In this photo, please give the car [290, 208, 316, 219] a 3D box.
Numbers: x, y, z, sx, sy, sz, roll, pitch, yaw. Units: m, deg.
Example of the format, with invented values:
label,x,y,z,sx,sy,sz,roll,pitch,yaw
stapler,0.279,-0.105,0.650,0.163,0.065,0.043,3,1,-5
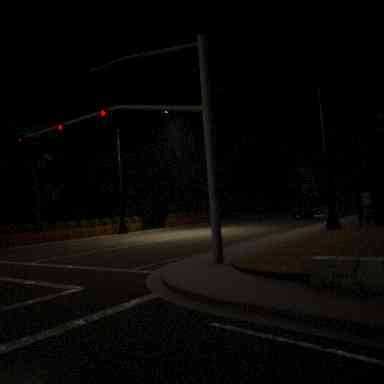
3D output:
label,x,y,z,sx,sy,sz,roll,pitch,yaw
car,14.434,2.679,42.977,1.895,1.301,4.718,-6,-4,36
